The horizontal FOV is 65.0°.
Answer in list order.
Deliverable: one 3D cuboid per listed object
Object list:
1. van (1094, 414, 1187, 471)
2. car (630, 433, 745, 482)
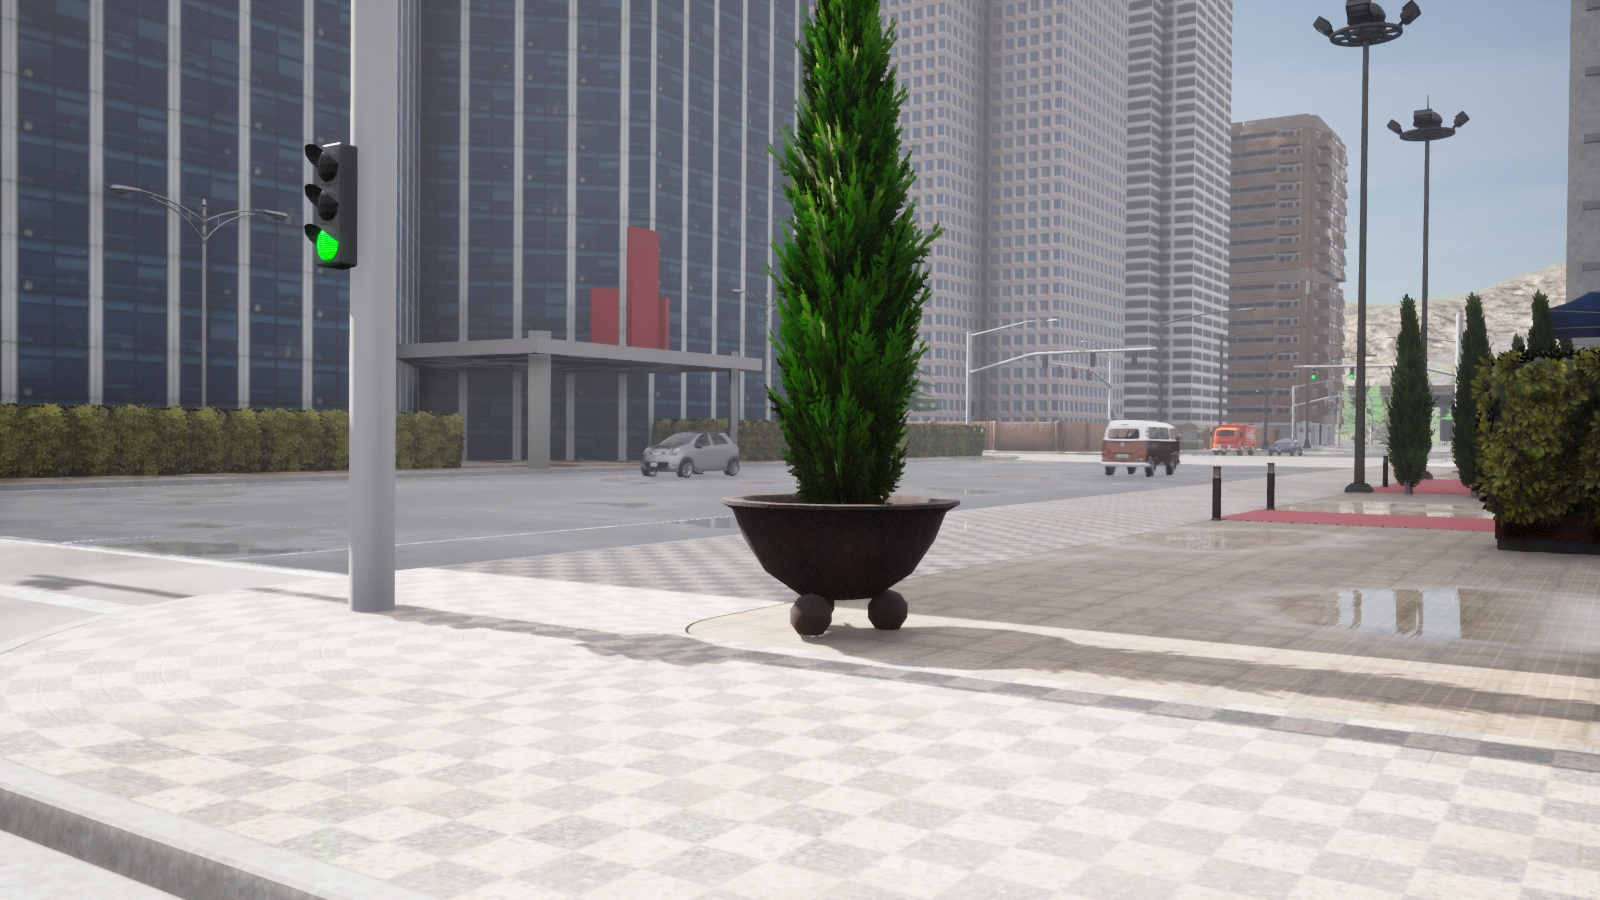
[{"bbox_3d":[12.727,-0.298,46.721,2.069,2.038,4.480,0,1,33],"label":"van"},{"bbox_3d":[-3.607,0.220,40.854,1.845,1.501,3.633,0,1,33],"label":"car"}]
